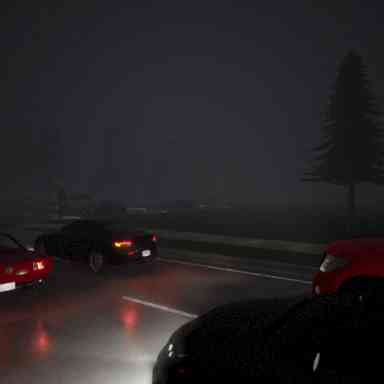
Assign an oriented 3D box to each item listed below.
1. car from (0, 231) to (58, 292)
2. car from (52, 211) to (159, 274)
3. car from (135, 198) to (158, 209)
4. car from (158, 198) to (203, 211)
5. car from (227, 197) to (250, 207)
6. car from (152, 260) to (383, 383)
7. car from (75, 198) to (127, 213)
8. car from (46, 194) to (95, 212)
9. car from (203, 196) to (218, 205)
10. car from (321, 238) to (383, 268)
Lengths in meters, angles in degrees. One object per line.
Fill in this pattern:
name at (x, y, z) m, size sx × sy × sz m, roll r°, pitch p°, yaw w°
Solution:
car at (-5.455, 1.601, 7.920) m, size 4.718 × 1.301 × 1.895 m, roll 0°, pitch 0°, yaw 36°
car at (-3.121, 1.525, 10.549) m, size 4.674 × 1.442 × 1.812 m, roll 0°, pitch 0°, yaw 36°
car at (-5.840, 1.525, 46.658) m, size 1.812 × 1.442 × 4.674 m, roll 0°, pitch 0°, yaw 37°
car at (-1.322, 1.546, 41.018) m, size 2.033 × 1.411 × 5.357 m, roll 0°, pitch 0°, yaw 37°
car at (7.322, 1.477, 52.635) m, size 1.882 × 1.535 × 5.008 m, roll 0°, pitch 0°, yaw 37°
car at (1.657, 1.564, 2.799) m, size 4.181 × 1.385 × 1.994 m, roll 0°, pitch 0°, yaw 36°
car at (-8.297, 1.525, 31.611) m, size 1.812 × 1.442 × 4.674 m, roll 0°, pitch 0°, yaw 37°
car at (-13.193, 1.221, 36.771) m, size 2.150 × 2.045 × 5.566 m, roll 0°, pitch 0°, yaw 36°
car at (2.716, 1.476, 58.164) m, size 1.882 × 1.535 × 5.008 m, roll 0°, pitch 0°, yaw 37°
car at (4.750, 1.222, 4.877) m, size 5.566 × 2.045 × 2.150 m, roll 0°, pitch 0°, yaw 36°
